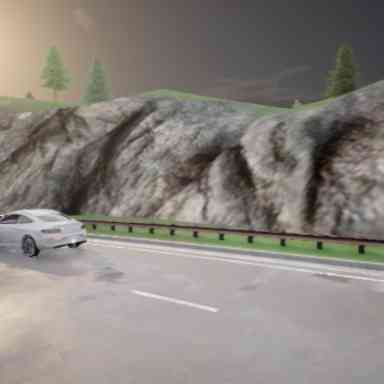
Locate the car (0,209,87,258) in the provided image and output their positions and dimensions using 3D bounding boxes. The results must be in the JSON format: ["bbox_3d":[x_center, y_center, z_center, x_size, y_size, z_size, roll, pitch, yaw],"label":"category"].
[{"bbox_3d":[-5.810,1.344,11.932,4.674,1.442,1.812,0,1,31],"label":"car"}]
